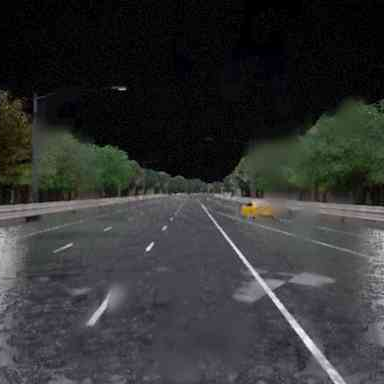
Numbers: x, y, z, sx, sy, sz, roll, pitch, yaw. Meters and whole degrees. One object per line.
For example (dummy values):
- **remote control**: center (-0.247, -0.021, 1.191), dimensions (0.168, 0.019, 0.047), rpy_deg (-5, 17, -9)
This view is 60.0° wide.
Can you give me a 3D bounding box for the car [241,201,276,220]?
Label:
- **car**: center (5.680, 1.547, 29.078), dimensions (1.882, 1.535, 5.008), rpy_deg (0, 0, -7)
